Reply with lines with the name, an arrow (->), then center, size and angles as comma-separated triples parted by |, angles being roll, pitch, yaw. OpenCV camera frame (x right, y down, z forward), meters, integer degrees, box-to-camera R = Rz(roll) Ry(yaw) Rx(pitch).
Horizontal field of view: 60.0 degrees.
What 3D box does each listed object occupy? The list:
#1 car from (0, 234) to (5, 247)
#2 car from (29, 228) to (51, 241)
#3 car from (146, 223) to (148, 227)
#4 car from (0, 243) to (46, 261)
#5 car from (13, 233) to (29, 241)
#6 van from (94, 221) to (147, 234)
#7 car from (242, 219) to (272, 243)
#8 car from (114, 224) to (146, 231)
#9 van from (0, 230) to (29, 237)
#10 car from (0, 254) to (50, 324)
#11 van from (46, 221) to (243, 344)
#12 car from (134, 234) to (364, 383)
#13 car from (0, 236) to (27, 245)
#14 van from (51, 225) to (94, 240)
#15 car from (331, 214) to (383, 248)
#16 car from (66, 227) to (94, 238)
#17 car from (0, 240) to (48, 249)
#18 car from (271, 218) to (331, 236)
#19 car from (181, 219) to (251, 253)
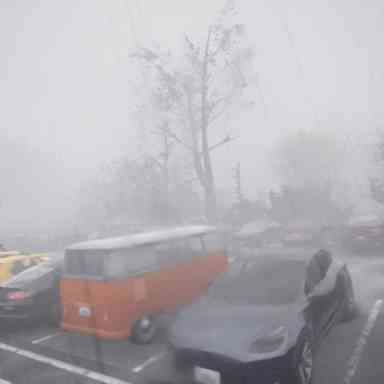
car -> -25.938, 6.177, 40.651 | 2.163, 1.488, 4.792 | -6, -4, 35
car -> -12.130, 4.381, 30.963 | 2.185, 1.767, 4.553 | -7, -4, 35
car -> -0.599, 2.907, 22.952 | 2.185, 1.767, 4.553 | -7, -4, 35
car -> -5.256, 2.704, 11.057 | 1.946, 1.575, 5.366 | -7, -4, 35
car -> -14.277, 4.816, 32.546 | 2.163, 1.488, 4.792 | -7, -4, 35
van -> -5.054, 3.384, 26.179 | 1.878, 1.987, 4.442 | -7, -4, 35
car -> 3.996, 2.443, 19.699 | 2.097, 1.535, 5.008 | -7, -4, 35
car -> -2.902, 3.327, 24.535 | 2.097, 1.535, 5.008 | -7, -4, 35
van -> -16.687, 4.857, 34.052 | 1.878, 1.987, 4.442 | -7, -4, 35
car -> -3.059, 2.452, 9.288 | 2.002, 1.452, 4.674 | -7, -4, 35
van -> -0.712, 1.893, 7.788 | 1.878, 1.987, 4.442 | -7, -4, 35
car -> 1.527, 1.852, 6.040 | 2.163, 1.488, 4.792 | -7, -4, 35
car -> -9.958, 3.172, 14.165 | 2.185, 1.767, 4.553 | -7, -4, 35
van -> -9.654, 3.974, 29.408 | 1.878, 1.987, 4.442 | -7, -4, 35
car -> 8.691, 1.840, 16.397 | 2.097, 1.535, 5.008 | -7, -4, 35
car -> -7.398, 3.904, 27.690 | 2.231, 1.521, 4.892 | -7, -4, 35
car -> -7.771, 2.999, 12.367 | 1.946, 1.575, 5.366 | -7, -4, 35
car -> 6.413, 2.165, 18.035 | 2.163, 1.488, 4.792 | -7, -4, 35
car -> 1.691, 2.737, 21.303 | 2.097, 1.535, 5.008 | -7, -4, 35
